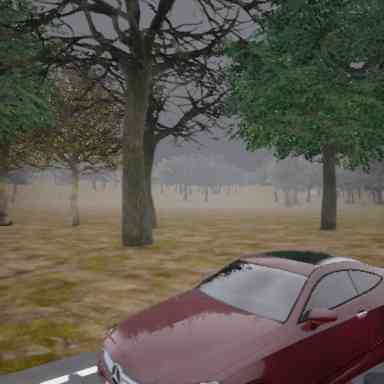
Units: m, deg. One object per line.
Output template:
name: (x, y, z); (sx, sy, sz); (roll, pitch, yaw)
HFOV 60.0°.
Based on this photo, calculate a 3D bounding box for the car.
car: (1.185, 1.545, 4.290); (4.674, 1.442, 1.812); (0, 0, -36)
